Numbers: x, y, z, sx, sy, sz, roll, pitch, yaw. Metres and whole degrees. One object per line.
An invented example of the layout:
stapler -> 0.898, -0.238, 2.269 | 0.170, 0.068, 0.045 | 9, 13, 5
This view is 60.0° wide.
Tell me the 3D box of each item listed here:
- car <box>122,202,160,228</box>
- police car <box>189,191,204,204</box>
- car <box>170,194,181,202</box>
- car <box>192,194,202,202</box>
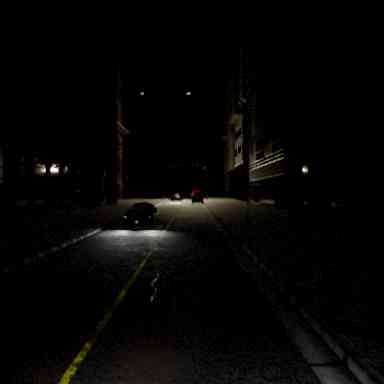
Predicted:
car -> -3.093, 1.392, 20.942 | 1.812, 1.442, 4.674 | 0, 0, 0
police car -> 0.917, 1.106, 53.898 | 1.930, 1.638, 5.238 | 0, 0, 0
car -> -3.014, 1.133, 62.193 | 2.128, 1.511, 4.902 | 0, 0, 1
car -> 0.921, 1.159, 63.789 | 1.812, 1.442, 4.674 | 0, 0, 0
